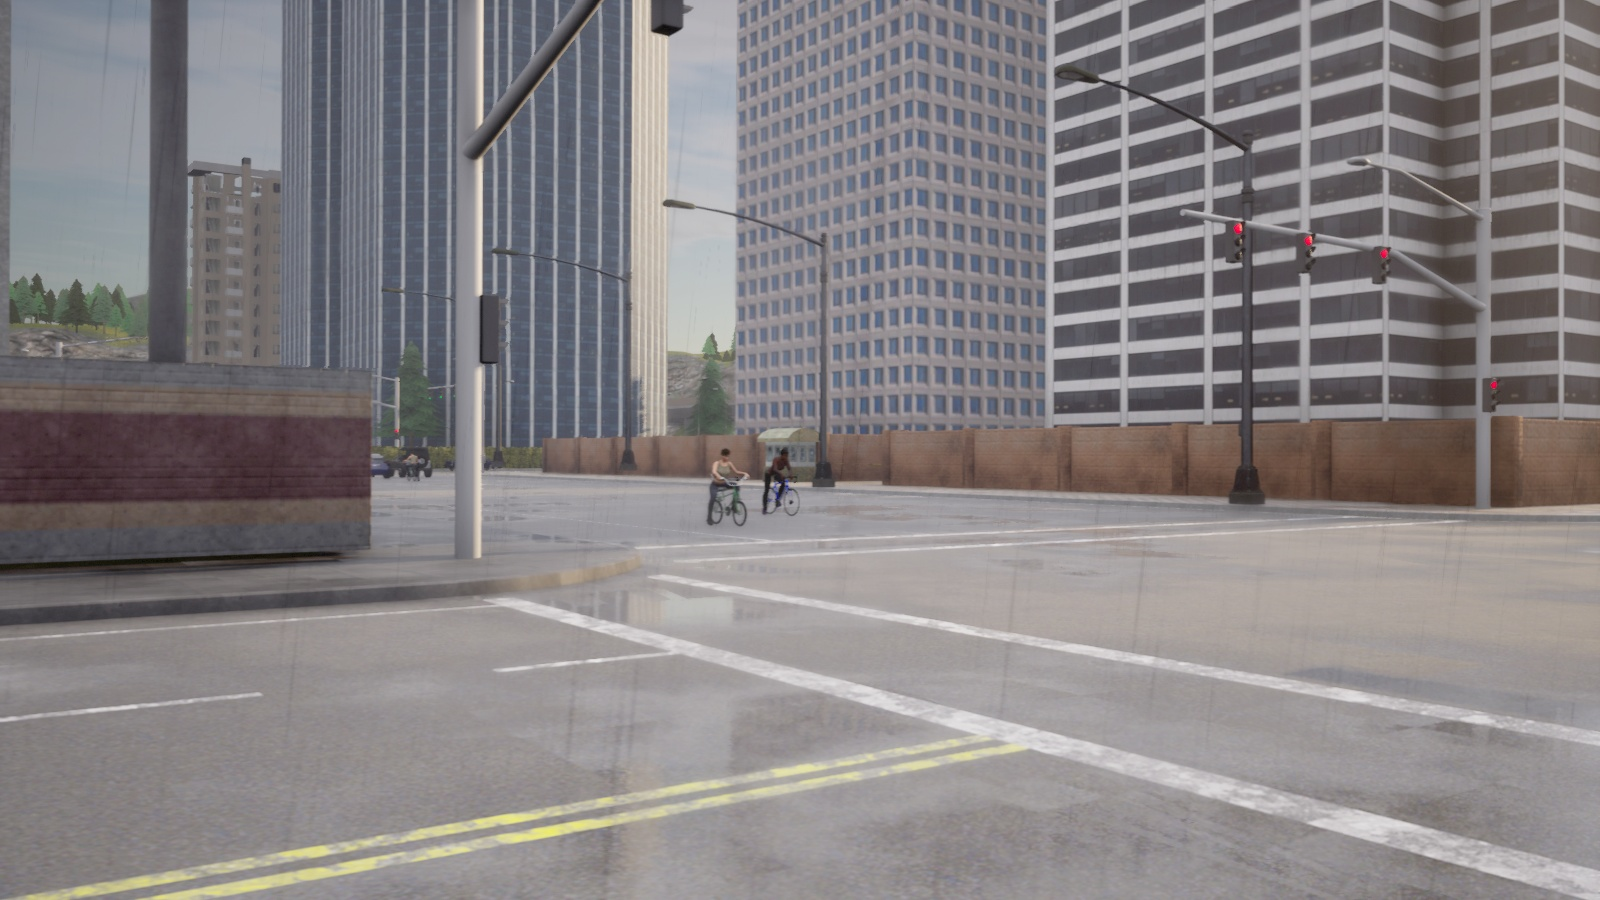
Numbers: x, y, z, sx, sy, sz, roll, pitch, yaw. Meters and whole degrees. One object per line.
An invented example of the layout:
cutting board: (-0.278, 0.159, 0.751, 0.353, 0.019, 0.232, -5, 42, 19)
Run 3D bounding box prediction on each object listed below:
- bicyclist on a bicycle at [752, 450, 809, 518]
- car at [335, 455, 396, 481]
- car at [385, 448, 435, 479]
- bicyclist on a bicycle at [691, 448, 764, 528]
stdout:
bicyclist on a bicycle: (-0.498, 0.809, 30.862, 0.582, 1.620, 1.656, 0, 0, -35)
car: (-25.305, 1.020, 73.069, 2.163, 1.488, 4.792, 0, 0, -35)
car: (-24.061, 0.831, 77.423, 1.905, 1.878, 3.866, 0, 0, -35)
bicyclist on a bicycle: (-1.524, 0.776, 26.190, 0.866, 1.612, 1.509, 0, 0, -34)
